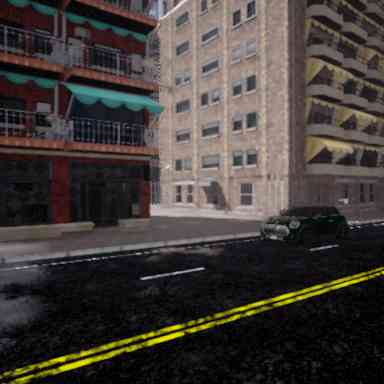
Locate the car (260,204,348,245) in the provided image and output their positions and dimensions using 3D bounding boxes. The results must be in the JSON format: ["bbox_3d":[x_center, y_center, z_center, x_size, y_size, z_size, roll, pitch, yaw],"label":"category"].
[{"bbox_3d":[5.323,1.379,15.668,4.553,1.767,2.097,0,0,-37],"label":"car"}]
